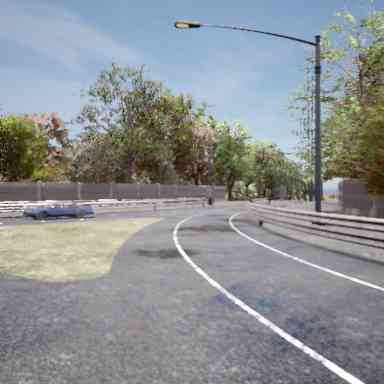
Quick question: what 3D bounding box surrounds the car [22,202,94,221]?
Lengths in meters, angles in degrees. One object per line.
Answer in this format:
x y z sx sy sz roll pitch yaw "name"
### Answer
-10.861 1.495 27.262 5.357 1.411 2.033 0 0 -35 "car"
